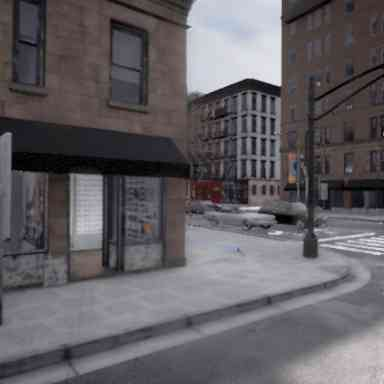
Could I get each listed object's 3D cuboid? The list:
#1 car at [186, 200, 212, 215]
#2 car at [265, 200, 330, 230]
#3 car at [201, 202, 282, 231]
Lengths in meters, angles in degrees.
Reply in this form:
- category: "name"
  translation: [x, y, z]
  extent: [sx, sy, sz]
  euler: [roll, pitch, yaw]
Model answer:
- category: "car"
  translation: [0.904, 1.382, 29.026]
  extent: [2.033, 1.411, 5.357]
  euler: [1, 0, -35]
- category: "car"
  translation: [6.405, 1.337, 21.311]
  extent: [2.097, 1.767, 4.553]
  euler: [1, 0, -36]
- category: "car"
  translation: [2.918, 1.529, 20.557]
  extent: [1.895, 1.301, 4.718]
  euler: [1, 0, -35]
